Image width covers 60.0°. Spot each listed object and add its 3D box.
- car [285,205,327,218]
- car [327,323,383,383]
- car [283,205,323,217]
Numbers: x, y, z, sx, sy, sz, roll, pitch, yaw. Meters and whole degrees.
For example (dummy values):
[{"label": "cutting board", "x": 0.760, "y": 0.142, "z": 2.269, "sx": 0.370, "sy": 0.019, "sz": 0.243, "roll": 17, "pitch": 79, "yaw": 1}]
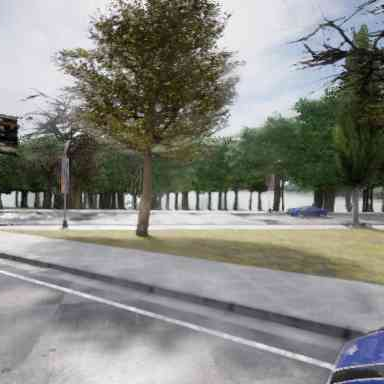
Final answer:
[{"label": "car", "x": 15.343, "y": 2.637, "z": 44.020, "sx": 5.008, "sy": 1.535, "sz": 1.882, "roll": 2, "pitch": 0, "yaw": -11}, {"label": "car", "x": 2.986, "y": 1.355, "z": 1.557, "sx": 4.553, "sy": 1.767, "sz": 2.097, "roll": 0, "pitch": 0, "yaw": 35}, {"label": "car", "x": 15.805, "y": 2.632, "z": 47.416, "sx": 4.902, "sy": 1.511, "sz": 2.128, "roll": 1, "pitch": 1, "yaw": -11}]
